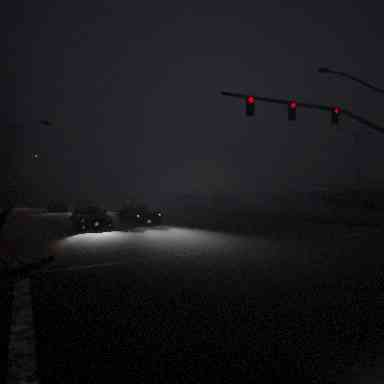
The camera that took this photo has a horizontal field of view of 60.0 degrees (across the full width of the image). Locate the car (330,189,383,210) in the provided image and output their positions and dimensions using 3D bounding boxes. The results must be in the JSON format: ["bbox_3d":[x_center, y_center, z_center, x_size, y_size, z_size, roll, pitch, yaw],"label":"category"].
[{"bbox_3d":[15.835,0.660,31.305,1.932,1.855,4.605,-1,0,-27],"label":"car"}]

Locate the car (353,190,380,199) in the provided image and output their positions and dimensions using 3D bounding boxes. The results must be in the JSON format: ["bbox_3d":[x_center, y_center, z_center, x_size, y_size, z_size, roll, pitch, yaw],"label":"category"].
[{"bbox_3d":[30.582,0.418,58.350,1.784,1.438,3.905,-1,0,-27],"label":"car"}]

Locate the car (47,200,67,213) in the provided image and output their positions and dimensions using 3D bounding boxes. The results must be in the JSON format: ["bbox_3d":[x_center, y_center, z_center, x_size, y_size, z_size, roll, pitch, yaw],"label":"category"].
[{"bbox_3d":[-15.870,1.684,39.215,1.812,1.442,4.674,-1,0,-27],"label":"car"}]

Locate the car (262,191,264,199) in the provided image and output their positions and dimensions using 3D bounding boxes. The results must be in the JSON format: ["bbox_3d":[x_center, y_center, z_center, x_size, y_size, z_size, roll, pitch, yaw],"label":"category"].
[{"bbox_3d":[13.836,0.741,66.753,1.784,1.438,3.905,-1,0,-27],"label":"car"}]

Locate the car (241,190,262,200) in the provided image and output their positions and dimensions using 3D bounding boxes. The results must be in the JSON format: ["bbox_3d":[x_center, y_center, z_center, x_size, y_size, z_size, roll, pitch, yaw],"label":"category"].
[{"bbox_3d":[11.256,0.835,65.444,1.970,1.475,3.806,-1,0,-27],"label":"car"}]

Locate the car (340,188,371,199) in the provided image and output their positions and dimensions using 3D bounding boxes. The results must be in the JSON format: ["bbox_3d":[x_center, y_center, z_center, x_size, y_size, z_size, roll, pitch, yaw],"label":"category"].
[{"bbox_3d":[27.967,0.270,57.095,1.932,1.855,4.605,-1,0,-27],"label":"car"}]

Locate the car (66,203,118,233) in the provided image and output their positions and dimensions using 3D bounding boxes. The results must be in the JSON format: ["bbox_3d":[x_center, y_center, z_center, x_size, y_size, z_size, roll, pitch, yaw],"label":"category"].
[{"bbox_3d":[-6.212,1.604,20.311,1.994,1.385,4.181,-1,0,-27],"label":"car"}]

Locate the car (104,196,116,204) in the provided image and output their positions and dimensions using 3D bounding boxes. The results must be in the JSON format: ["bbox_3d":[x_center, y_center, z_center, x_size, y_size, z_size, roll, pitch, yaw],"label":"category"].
[{"bbox_3d":[-14.328,1.531,59.406,1.837,1.490,4.892,-1,0,-27],"label":"car"}]

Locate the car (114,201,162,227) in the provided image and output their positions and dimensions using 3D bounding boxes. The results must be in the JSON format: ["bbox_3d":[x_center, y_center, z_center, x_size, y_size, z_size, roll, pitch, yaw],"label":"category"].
[{"bbox_3d":[-3.708,1.573,23.100,1.895,1.301,4.718,-1,0,-27],"label":"car"}]

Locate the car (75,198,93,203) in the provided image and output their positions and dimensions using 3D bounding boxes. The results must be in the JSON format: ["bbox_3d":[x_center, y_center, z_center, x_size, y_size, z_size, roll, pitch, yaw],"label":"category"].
[{"bbox_3d":[-14.120,1.591,43.491,2.128,1.511,4.902,-1,0,-27],"label":"car"}]

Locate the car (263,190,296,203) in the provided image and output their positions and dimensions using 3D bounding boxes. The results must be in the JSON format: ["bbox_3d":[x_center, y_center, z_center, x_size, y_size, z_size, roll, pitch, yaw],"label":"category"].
[{"bbox_3d":[12.950,0.877,49.367,1.970,1.475,3.806,-1,0,-27],"label":"car"}]

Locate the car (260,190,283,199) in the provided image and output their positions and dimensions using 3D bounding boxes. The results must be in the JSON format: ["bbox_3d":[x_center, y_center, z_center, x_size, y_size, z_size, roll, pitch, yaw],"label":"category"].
[{"bbox_3d":[16.201,0.473,68.012,1.932,1.855,4.605,-1,0,-27],"label":"car"}]

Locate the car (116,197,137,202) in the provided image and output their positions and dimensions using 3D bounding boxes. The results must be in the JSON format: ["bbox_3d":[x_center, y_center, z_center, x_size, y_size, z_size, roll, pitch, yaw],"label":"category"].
[{"bbox_3d":[-9.697,1.494,50.471,1.812,1.442,4.674,-1,0,-27],"label":"car"}]
